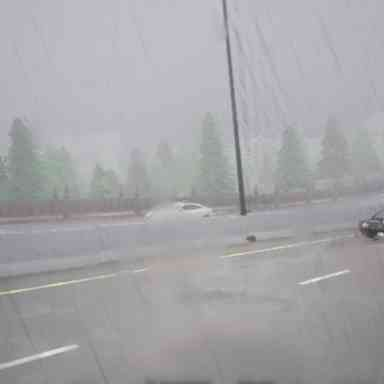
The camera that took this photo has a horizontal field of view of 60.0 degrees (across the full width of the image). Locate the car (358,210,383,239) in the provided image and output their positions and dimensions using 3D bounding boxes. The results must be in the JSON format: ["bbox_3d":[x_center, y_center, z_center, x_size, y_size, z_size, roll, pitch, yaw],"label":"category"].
[{"bbox_3d":[9.492,1.405,14.817,4.718,1.301,1.895,-1,0,-35],"label":"car"}]

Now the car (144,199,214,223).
[{"bbox_3d":[-0.909,1.328,24.832,4.902,1.511,2.128,-1,0,-35],"label":"car"}]

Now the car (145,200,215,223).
[{"bbox_3d":[-0.670,1.389,20.705,4.674,1.442,1.812,-1,0,-35],"label":"car"}]
